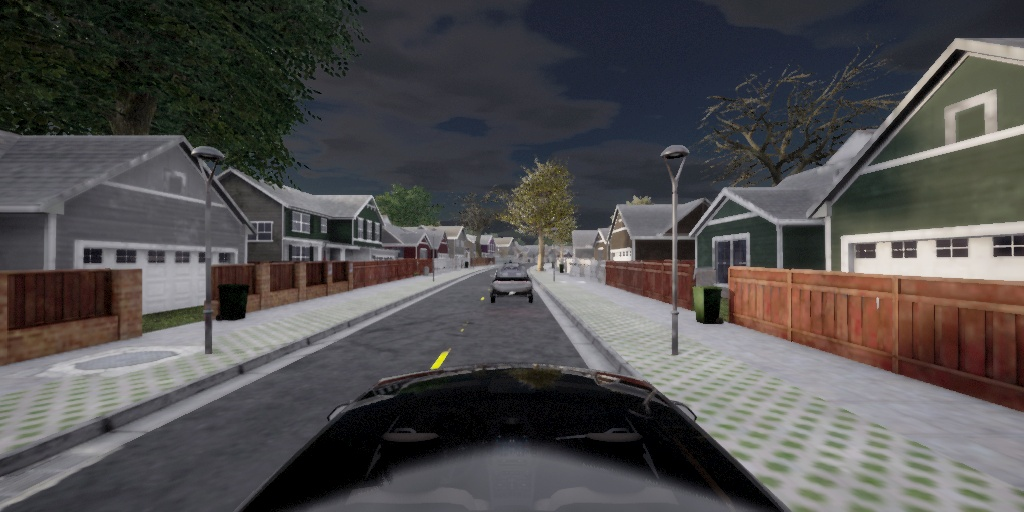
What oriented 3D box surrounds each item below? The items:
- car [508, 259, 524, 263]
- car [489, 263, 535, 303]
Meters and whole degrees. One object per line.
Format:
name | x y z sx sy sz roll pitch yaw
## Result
car | 0.000 1.281 31.505 1.837 1.490 4.892 0 0 0
car | 0.000 1.252 16.503 2.128 1.511 4.902 0 0 0
